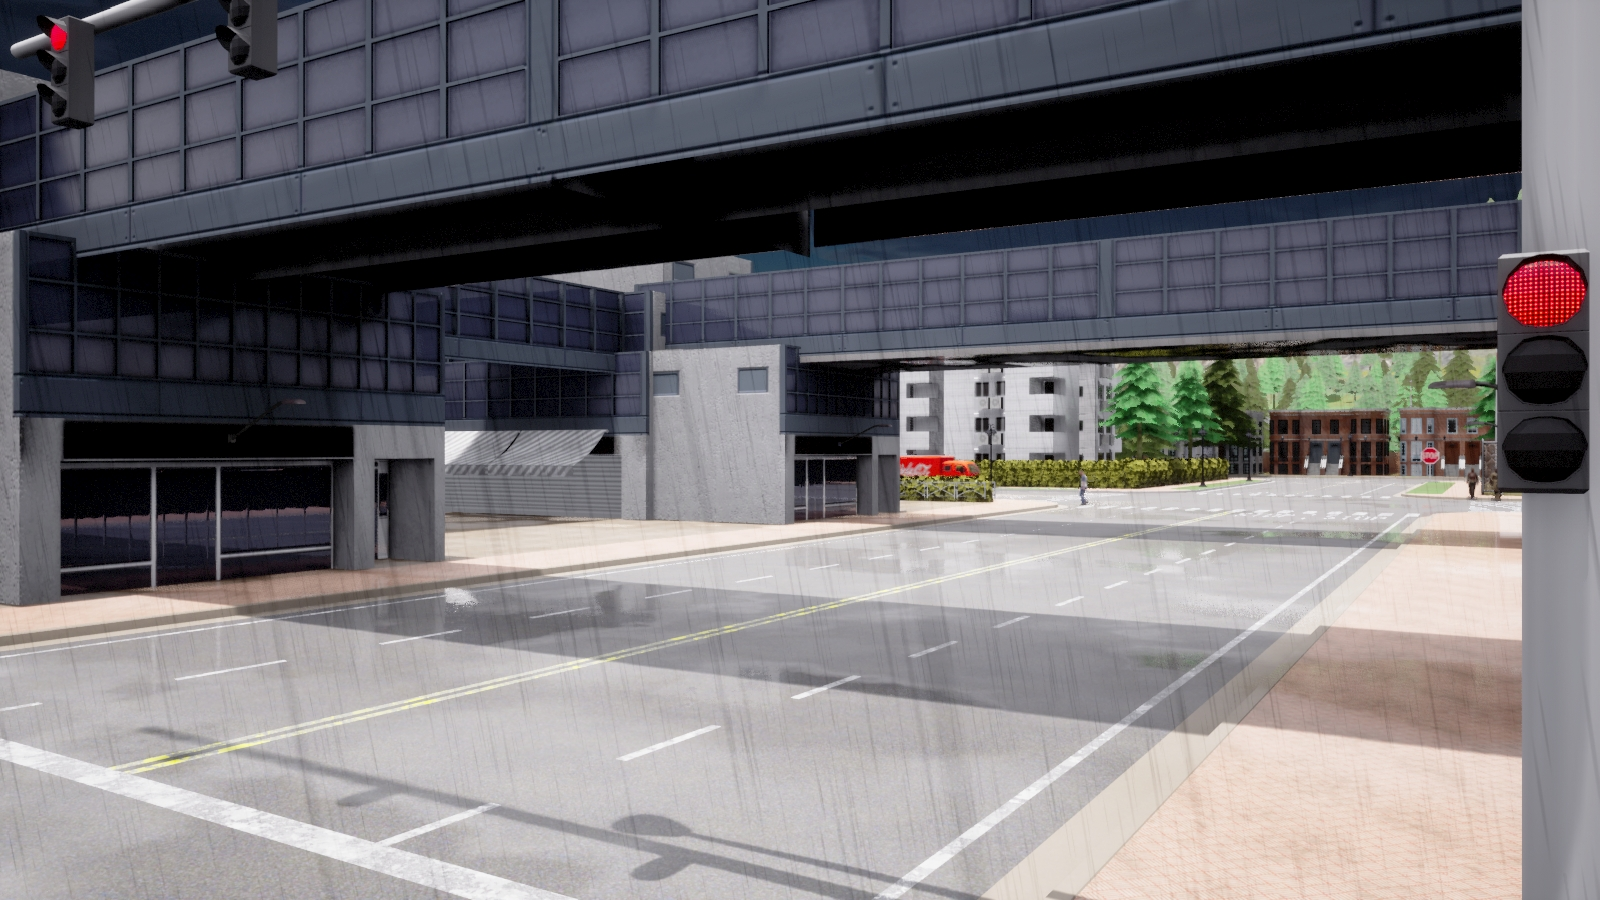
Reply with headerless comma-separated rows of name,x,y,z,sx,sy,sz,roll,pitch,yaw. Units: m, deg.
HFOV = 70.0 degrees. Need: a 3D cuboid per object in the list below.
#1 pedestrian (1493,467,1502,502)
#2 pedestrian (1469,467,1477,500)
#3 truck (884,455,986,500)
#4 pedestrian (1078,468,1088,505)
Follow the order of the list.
pedestrian,37.498,1.848,61.443,0.375,1.860,0.375,0,0,22
pedestrian,37.179,1.849,63.133,0.375,1.860,0.375,0,0,31
truck,7.812,1.566,66.220,5.204,2.467,2.627,0,0,31
pedestrian,14.269,1.848,57.593,0.375,1.860,0.375,0,0,31
